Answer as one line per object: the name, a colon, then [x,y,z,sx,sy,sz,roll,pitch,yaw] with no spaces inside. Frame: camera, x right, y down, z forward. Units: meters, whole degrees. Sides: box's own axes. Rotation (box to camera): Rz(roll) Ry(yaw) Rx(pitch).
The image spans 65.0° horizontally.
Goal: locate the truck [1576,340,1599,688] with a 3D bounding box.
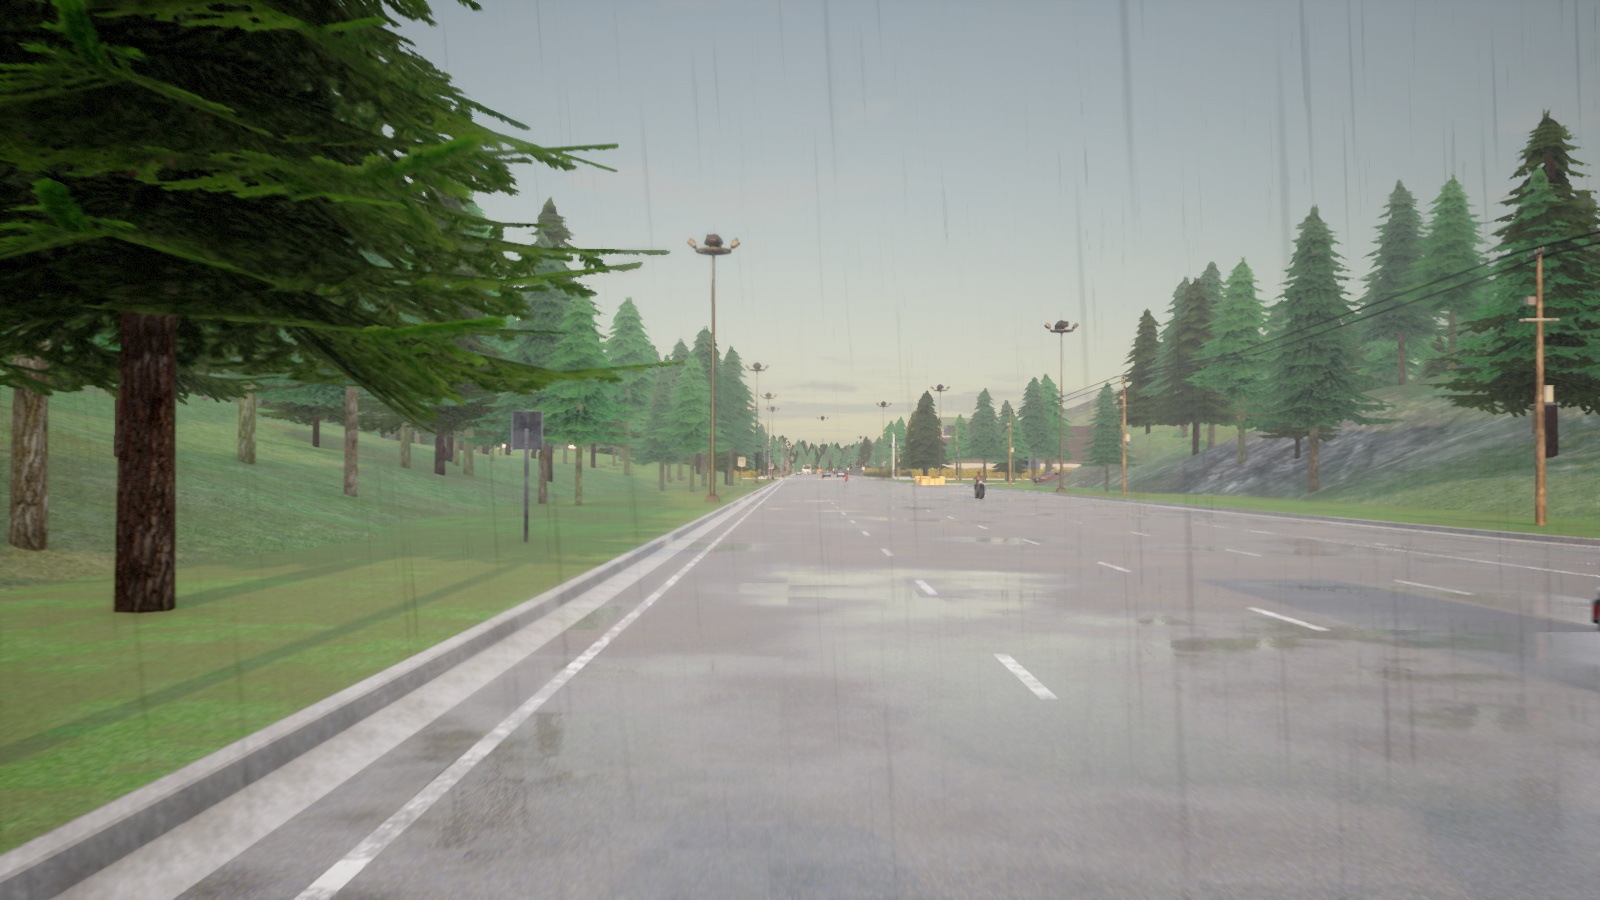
truck: [6.982,0.409,6.531,2.627,2.467,5.204,0,-1,0]
